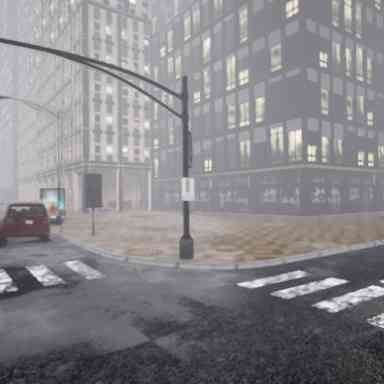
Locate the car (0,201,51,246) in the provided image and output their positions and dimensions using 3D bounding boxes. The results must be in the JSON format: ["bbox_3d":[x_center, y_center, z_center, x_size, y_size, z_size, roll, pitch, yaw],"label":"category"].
[{"bbox_3d":[-8.070,1.338,15.572,2.192,1.841,5.009,1,-1,-36],"label":"car"}]
